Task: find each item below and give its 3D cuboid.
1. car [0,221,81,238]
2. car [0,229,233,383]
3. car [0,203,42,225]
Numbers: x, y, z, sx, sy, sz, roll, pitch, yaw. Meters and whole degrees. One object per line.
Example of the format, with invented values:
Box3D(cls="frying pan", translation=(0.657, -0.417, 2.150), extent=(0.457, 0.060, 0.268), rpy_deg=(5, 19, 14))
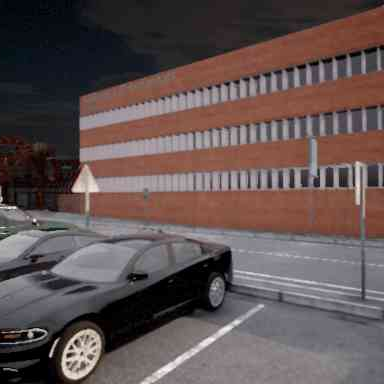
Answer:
Box3D(cls="car", translation=(-3.410, 1.561, 7.435), extent=(2.002, 1.452, 4.674), rpy_deg=(0, 0, 36))
Box3D(cls="car", translation=(-1.108, 1.506, 5.794), extent=(2.097, 1.535, 5.008), rpy_deg=(0, 0, 36))
Box3D(cls="car", translation=(-5.695, 1.285, 9.100), extent=(2.435, 2.045, 5.566), rpy_deg=(0, 0, 36))
